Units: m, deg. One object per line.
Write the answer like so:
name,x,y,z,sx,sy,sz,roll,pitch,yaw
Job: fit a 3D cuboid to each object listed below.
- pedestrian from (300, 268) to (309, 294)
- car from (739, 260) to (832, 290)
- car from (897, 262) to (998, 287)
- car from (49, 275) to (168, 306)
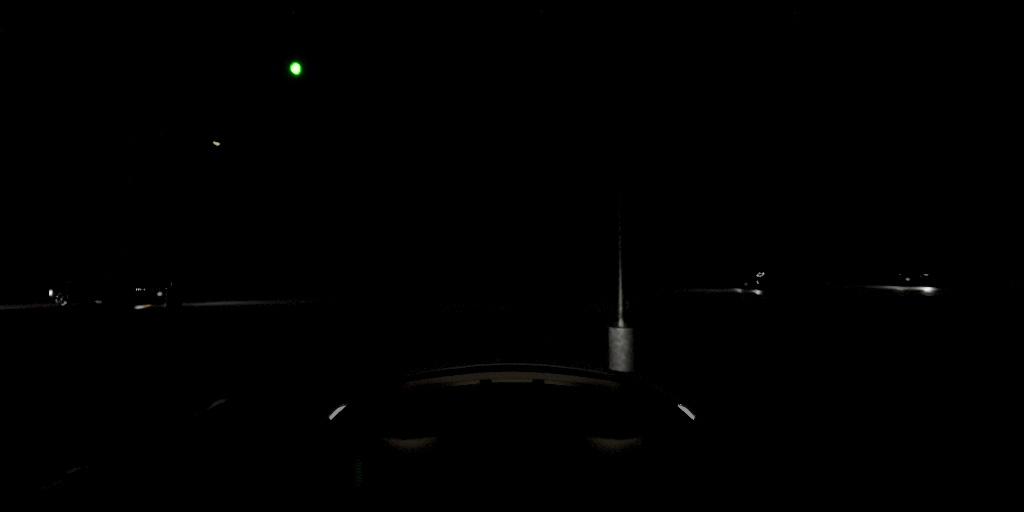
pedestrian,-14.943,1.770,25.819,0.375,1.860,0.375,0,-2,0
car,16.379,1.089,21.712,4.553,1.767,2.097,-1,-3,0
car,26.228,1.092,21.640,4.674,1.442,1.812,-1,-3,1
car,-20.345,1.705,18.253,4.902,1.511,2.128,-1,-3,1
